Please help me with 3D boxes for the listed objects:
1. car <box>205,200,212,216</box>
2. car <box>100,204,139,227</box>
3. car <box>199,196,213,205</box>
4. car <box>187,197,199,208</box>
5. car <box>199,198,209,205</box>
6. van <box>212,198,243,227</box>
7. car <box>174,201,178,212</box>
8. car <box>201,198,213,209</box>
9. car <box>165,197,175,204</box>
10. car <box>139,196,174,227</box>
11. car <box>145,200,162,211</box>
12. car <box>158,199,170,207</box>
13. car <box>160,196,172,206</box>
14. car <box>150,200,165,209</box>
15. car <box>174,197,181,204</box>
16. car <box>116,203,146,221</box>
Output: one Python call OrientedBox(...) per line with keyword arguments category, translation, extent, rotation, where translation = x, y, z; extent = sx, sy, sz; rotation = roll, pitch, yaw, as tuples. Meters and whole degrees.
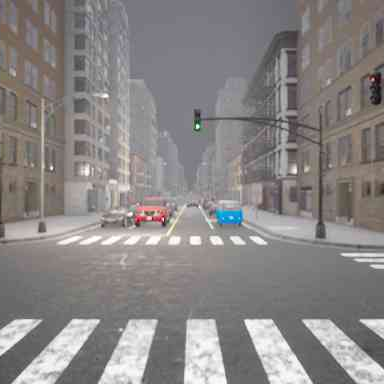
OrientedBox(category="car", translation=(2.654, 1.857, 35.568), extent=(1.802, 1.307, 4.206), rotation=(0, 0, 0))
OrientedBox(category="car", translation=(-5.377, 1.738, 24.202), extent=(2.008, 1.369, 4.403), rotation=(0, 0, 0))
OrientedBox(category="car", translation=(2.662, 1.714, 52.614), extent=(2.192, 1.841, 5.009), rotation=(0, 0, 0))
OrientedBox(category="car", translation=(0.126, 2.019, 55.421), extent=(1.895, 1.301, 4.718), rotation=(0, 0, 0))
OrientedBox(category="car", translation=(2.673, 2.109, 75.336), extent=(2.008, 1.369, 4.403), rotation=(0, 0, 0))
OrientedBox(category="van", translation=(2.648, 1.528, 24.208), extent=(1.690, 1.788, 3.998), rotation=(0, 0, 0))
OrientedBox(category="car", translation=(-2.835, 1.869, 34.695), extent=(1.895, 1.301, 4.718), rotation=(0, 0, 0))
OrientedBox(category="car", translation=(2.660, 1.941, 46.931), extent=(1.802, 1.307, 4.206), rotation=(0, 0, 0))
OrientedBox(category="car", translation=(-5.349, 2.038, 81.019), extent=(1.967, 1.590, 4.097), rotation=(0, 0, 0))
OrientedBox(category="car", translation=(-2.836, 1.414, 24.882), extent=(2.150, 2.045, 5.566), rotation=(0, 0, 0))
OrientedBox(category="car", translation=(-5.366, 1.883, 46.759), extent=(1.752, 1.417, 4.829), rotation=(0, 0, 0))
OrientedBox(category="car", translation=(-5.357, 2.044, 63.973), extent=(1.947, 1.339, 4.313), rotation=(0, 0, 0))
OrientedBox(category="car", translation=(-5.354, 1.833, 69.657), extent=(2.192, 1.841, 5.009), rotation=(0, 0, 0))
OrientedBox(category="car", translation=(-5.363, 1.965, 52.610), extent=(1.947, 1.339, 4.313), rotation=(0, 0, 0))
OrientedBox(category="car", translation=(-2.814, 1.848, 44.756), extent=(1.837, 1.490, 4.892), rotation=(0, 0, 0))
OrientedBox(category="car", translation=(-5.374, 1.776, 29.883), extent=(1.887, 1.381, 4.507), rotation=(0, 0, 0))
